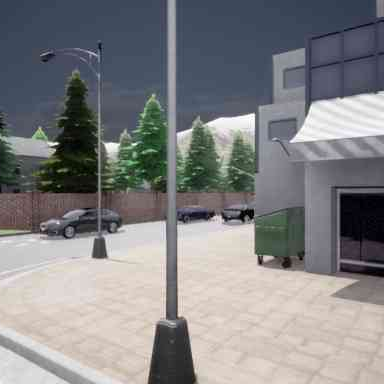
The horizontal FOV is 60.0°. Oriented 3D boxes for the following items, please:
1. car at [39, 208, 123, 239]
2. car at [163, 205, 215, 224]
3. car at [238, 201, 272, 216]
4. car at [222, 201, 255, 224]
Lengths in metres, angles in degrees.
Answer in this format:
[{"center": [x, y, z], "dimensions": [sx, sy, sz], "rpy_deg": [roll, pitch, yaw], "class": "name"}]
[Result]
[{"center": [-6.158, 1.681, 18.908], "dimensions": [1.837, 1.490, 4.892], "rpy_deg": [0, 0, 36], "class": "car"}, {"center": [-0.175, 1.777, 26.987], "dimensions": [1.895, 1.301, 4.718], "rpy_deg": [0, 0, 37], "class": "car"}, {"center": [6.984, 1.740, 36.637], "dimensions": [1.994, 1.385, 4.181], "rpy_deg": [0, 0, 37], "class": "car"}, {"center": [4.233, 1.668, 26.753], "dimensions": [2.128, 1.511, 4.902], "rpy_deg": [0, 0, 37], "class": "car"}]
